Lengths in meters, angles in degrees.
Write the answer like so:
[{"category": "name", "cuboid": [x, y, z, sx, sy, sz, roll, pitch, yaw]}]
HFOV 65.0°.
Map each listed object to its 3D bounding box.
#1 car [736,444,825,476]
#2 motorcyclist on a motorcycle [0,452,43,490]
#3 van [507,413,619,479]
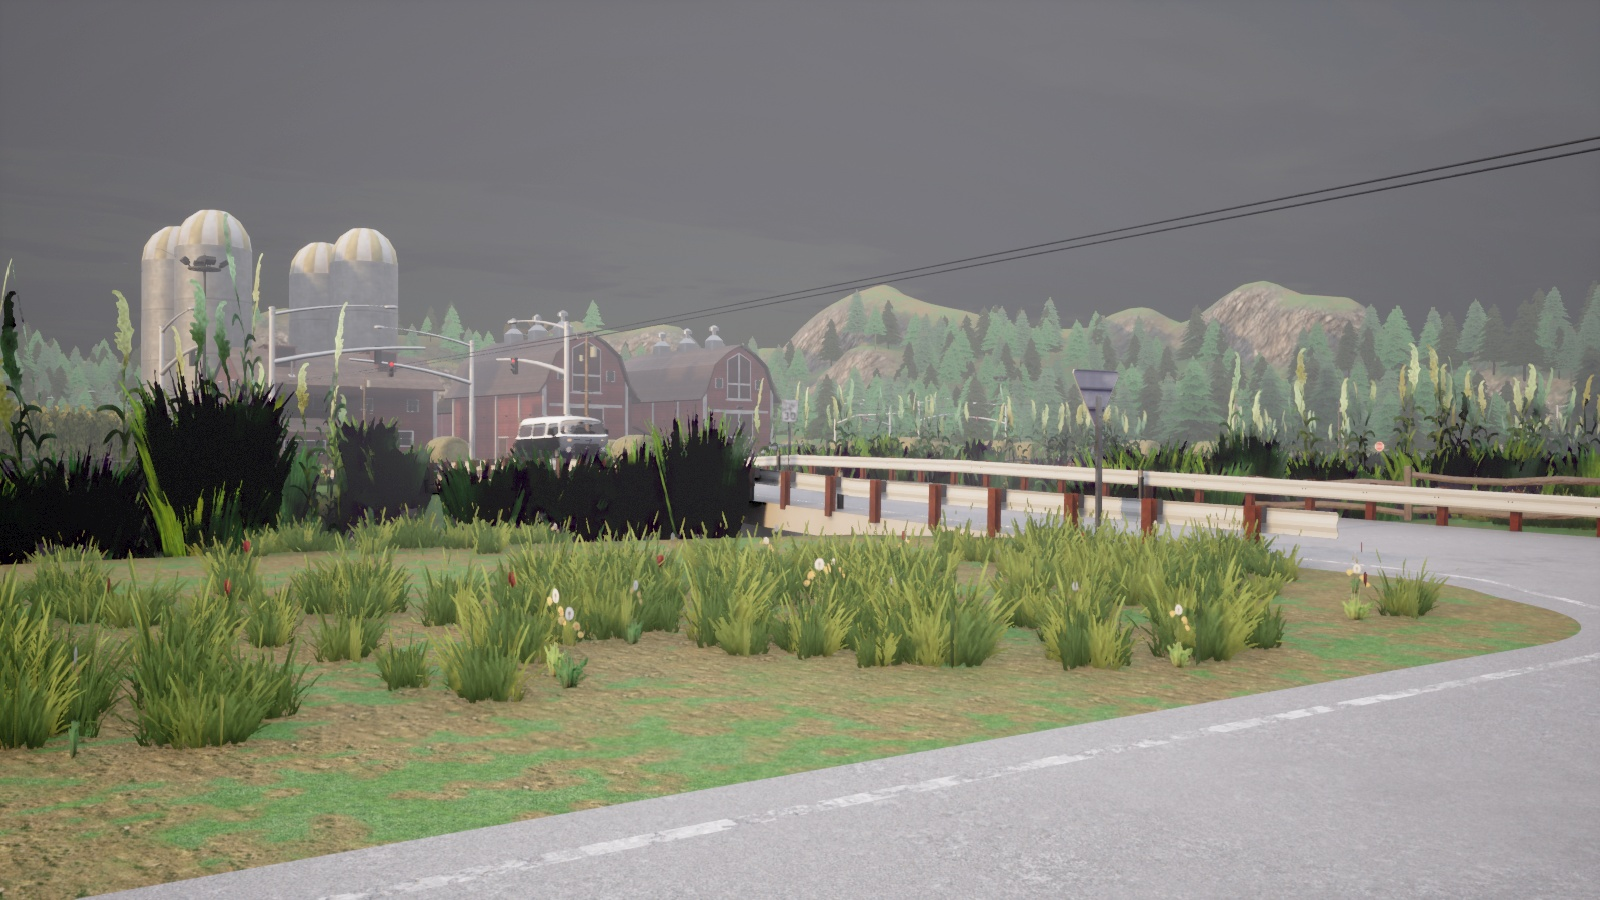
[{"category": "car", "cuboid": [-1.209, 0.629, 80.770, 5.566, 2.045, 2.150, 0, 0, -38]}, {"category": "motorcyclist on a motorcycle", "cuboid": [-34.404, 0.902, 54.729, 2.350, 1.649, 0.766, 0, 0, -41]}, {"category": "van", "cuboid": [-7.961, -0.083, 41.925, 2.069, 2.038, 4.480, 0, -1, -34]}]
